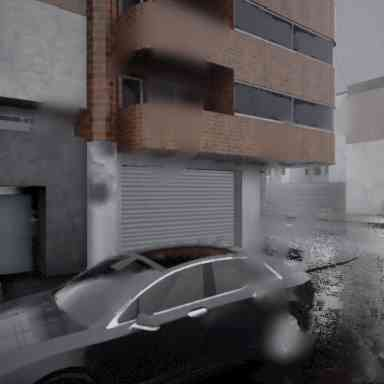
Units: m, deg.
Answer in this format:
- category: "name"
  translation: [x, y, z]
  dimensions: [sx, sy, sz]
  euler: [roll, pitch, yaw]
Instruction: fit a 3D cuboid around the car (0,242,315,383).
- category: "car"
  translation: [-0.401, 1.505, 4.320]
  dimensions: [4.892, 1.490, 1.837]
  euler: [0, 0, -36]
